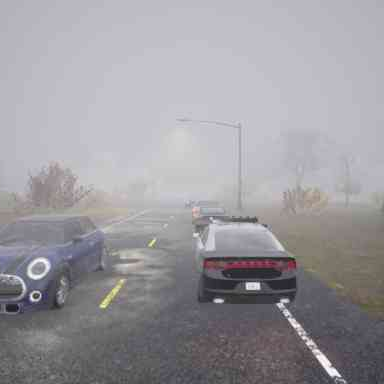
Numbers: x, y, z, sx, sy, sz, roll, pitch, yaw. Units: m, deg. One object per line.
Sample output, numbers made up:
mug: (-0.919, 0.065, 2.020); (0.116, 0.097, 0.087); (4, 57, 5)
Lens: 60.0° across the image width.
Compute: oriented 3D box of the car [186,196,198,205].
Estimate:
car: (0.018, 1.431, 58.613); (2.033, 1.411, 5.357); (0, 0, 0)

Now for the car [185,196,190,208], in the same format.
car: (0.049, 1.525, 45.469); (1.895, 1.301, 4.718); (0, 0, 0)

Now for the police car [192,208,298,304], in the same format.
police car: (1.053, 1.419, 8.327); (1.930, 1.638, 5.238); (0, 0, 0)

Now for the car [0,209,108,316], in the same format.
car: (-3.497, 1.347, 7.761); (2.097, 1.767, 4.553); (0, 0, 0)

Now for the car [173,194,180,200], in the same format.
car: (-4.086, 1.278, 88.251); (1.812, 1.442, 4.674); (0, 0, -2)

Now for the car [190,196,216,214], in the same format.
car: (1.060, 1.324, 24.190); (2.097, 1.767, 4.553); (0, 0, 0)

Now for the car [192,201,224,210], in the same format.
car: (1.057, 1.488, 18.218); (1.837, 1.490, 4.892); (0, 0, 0)
